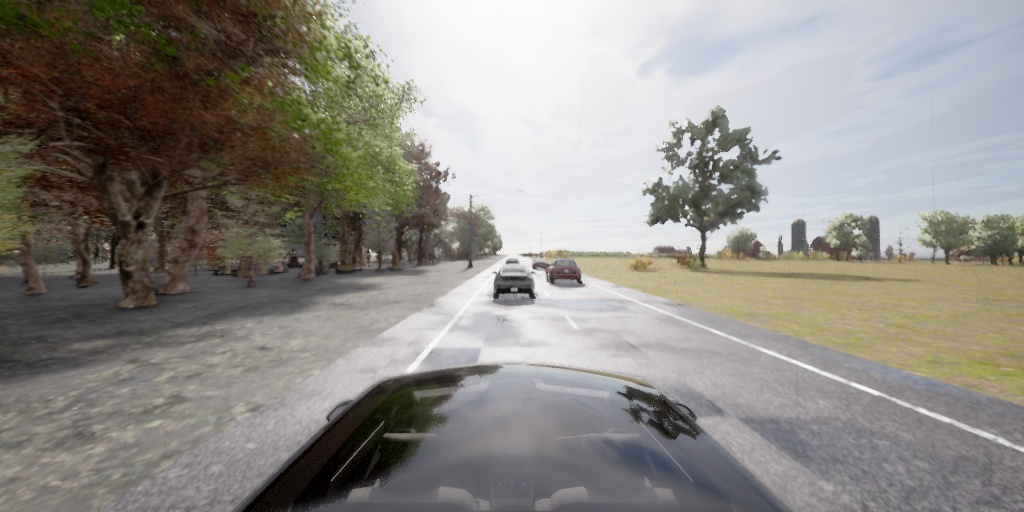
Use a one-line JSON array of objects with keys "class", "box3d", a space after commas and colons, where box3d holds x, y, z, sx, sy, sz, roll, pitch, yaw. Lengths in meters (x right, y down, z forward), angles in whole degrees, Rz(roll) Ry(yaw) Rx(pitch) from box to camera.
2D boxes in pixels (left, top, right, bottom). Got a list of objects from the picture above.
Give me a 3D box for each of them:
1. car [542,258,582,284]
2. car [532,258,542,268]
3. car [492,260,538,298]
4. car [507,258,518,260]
[{"class": "car", "box3d": [3.547, 0.956, 25.378, 2.097, 1.767, 4.553, 0, 0, 0]}, {"class": "car", "box3d": [3.578, 0.992, 46.618, 1.812, 1.442, 4.674, 0, 1, 0]}, {"class": "car", "box3d": [0.093, 1.159, 17.625, 1.837, 1.490, 4.892, 0, 1, 0]}, {"class": "car", "box3d": [0.080, 0.959, 48.627, 1.837, 1.490, 4.892, 0, 1, 0]}]
